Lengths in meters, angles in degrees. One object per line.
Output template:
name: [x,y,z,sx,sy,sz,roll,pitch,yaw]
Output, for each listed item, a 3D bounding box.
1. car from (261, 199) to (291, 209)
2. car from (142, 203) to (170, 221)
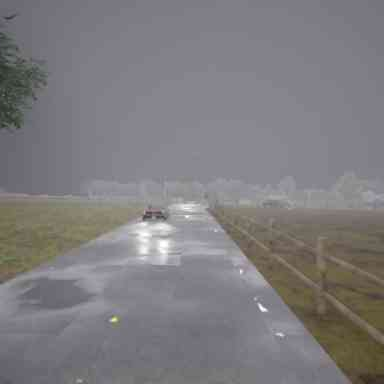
car: [13.935,1.992,55.171,4.892,1.490,1.837,1,-2,0]
car: [-2.844,1.597,26.901,1.895,1.301,4.718,0,0,0]
